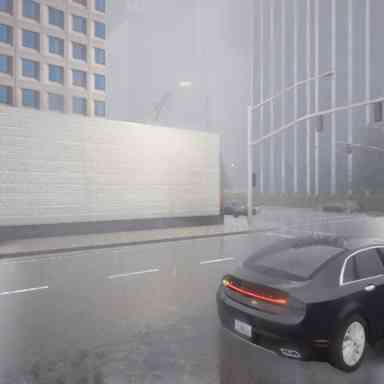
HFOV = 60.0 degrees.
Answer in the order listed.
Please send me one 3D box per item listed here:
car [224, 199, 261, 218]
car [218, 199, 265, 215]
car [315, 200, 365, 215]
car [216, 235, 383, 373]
[{"bbox_3d":[3.593,1.603,31.559,2.033,1.411,5.357,0,0,-36],"label":"car"},{"bbox_3d":[5.157,1.547,35.390,2.128,1.511,4.902,0,0,-36],"label":"car"},{"bbox_3d":[15.217,1.547,34.480,2.128,1.511,4.902,0,0,-40],"label":"car"},{"bbox_3d":[2.640,1.505,5.680,4.892,1.490,1.837,0,0,-35],"label":"car"}]
